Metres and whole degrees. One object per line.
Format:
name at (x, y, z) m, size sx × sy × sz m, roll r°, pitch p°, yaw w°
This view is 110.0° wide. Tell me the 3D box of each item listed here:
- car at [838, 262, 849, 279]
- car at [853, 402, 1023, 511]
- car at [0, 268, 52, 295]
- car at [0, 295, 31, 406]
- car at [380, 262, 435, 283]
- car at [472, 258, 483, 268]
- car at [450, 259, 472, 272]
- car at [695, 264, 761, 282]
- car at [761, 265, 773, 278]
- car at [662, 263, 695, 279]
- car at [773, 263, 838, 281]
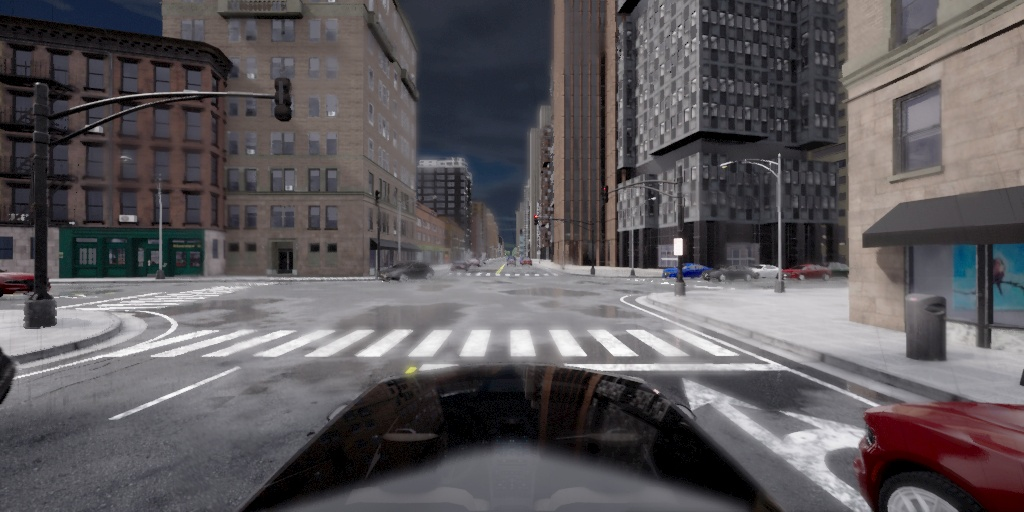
car at (35.015, 1.570, 39.664) m, size 4.553 × 1.767 × 2.097 m, roll 1°, pitch 0°, yaw -13°
car at (3.353, 1.228, 0.439) m, size 1.882 × 1.535 × 5.008 m, roll 0°, pitch 0°, yaw 0°
car at (-22.331, 0.962, 14.468) m, size 5.008 × 1.535 × 1.882 m, roll 1°, pitch 0°, yaw -17°
car at (-6.599, 1.255, 1.977) m, size 1.837 × 1.490 × 4.892 m, roll 0°, pitch 0°, yaw 0°
car at (-8.008, 1.234, 27.805) m, size 1.837 × 1.490 × 4.892 m, roll 3°, pitch 1°, yaw 26°
car at (-6.677, 1.286, 63.675) m, size 1.812 × 1.442 × 4.674 m, roll 0°, pitch 0°, yaw 0°
car at (-6.678, 1.322, 46.232) m, size 1.994 × 1.385 × 4.181 m, roll 0°, pitch 0°, yaw 0°
car at (19.276, 1.514, 32.067) m, size 4.892 × 1.490 × 1.837 m, roll 1°, pitch 0°, yaw -17°
car at (26.006, 1.639, 37.381) m, size 4.674 × 1.442 × 1.812 m, roll 1°, pitch 0°, yaw -15°
car at (17.024, 1.486, 34.810) m, size 5.008 × 1.535 × 1.882 m, roll 1°, pitch 0°, yaw -16°
car at (28.327, 1.593, 34.640) m, size 5.008 × 1.535 × 1.882 m, roll 1°, pitch 0°, yaw -15°
